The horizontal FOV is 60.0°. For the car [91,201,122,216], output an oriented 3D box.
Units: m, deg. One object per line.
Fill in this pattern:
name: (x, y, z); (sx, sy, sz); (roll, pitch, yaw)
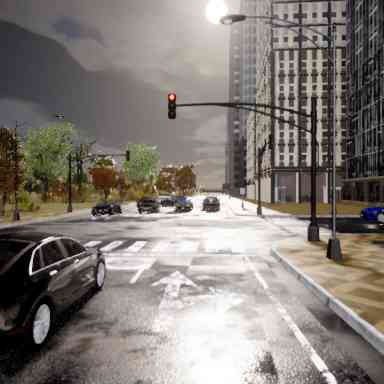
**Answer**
car: (-8.282, 1.551, 32.595); (1.994, 1.385, 4.181); (0, 0, 5)

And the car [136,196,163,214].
car: (-4.616, 1.493, 35.959); (1.837, 1.490, 4.892); (0, 0, 2)

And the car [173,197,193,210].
car: (-0.862, 1.588, 41.346); (1.895, 1.301, 4.718); (0, 0, 5)

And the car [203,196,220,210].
car: (2.487, 1.340, 42.429); (2.097, 1.767, 4.553); (0, 0, 5)

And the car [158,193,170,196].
car: (-5.470, 1.213, 66.751); (2.150, 2.045, 5.566); (0, 0, 5)

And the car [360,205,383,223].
car: (14.352, 1.316, 22.991); (5.008, 1.535, 1.882); (-1, 0, 5)

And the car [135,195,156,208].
car: (-6.894, 1.336, 49.893); (2.097, 1.767, 4.553); (0, 0, 5)

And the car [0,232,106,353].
car: (-3.023, 1.502, 6.176); (1.837, 1.490, 4.892); (0, 0, 1)

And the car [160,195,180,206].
car: (-3.487, 1.551, 51.604); (1.994, 1.385, 4.181); (0, 0, 5)
